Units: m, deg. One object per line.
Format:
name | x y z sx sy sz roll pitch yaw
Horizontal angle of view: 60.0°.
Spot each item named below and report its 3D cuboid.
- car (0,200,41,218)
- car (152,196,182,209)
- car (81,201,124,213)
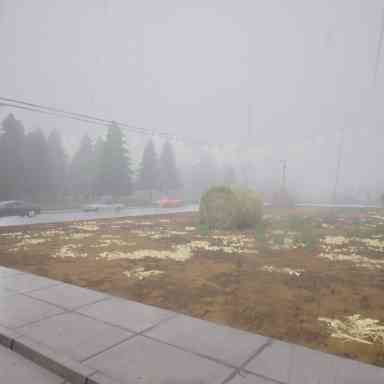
car | -15.883 1.531 29.188 1.837 1.490 4.892 0 0 37
car | -3.420 1.379 45.985 2.097 1.767 4.553 0 0 37
car | -9.943 1.627 37.206 1.895 1.301 4.718 0 0 37
